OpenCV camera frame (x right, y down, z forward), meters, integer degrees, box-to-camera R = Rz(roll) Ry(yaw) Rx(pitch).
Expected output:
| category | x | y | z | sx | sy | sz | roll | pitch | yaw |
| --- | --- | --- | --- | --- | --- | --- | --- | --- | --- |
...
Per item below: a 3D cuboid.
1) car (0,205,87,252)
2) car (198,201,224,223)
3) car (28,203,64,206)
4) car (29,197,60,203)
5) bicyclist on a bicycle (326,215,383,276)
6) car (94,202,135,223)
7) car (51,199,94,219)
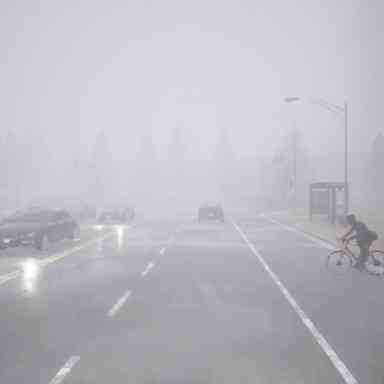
| category | x | y | z | sx | sy | sz | roll | pitch | yaw |
| --- | --- | --- | --- | --- | --- | --- | --- | --- | --- |
| car | -6.382 | 1.505 | 14.128 | 1.837 | 1.490 | 4.892 | 0 | -1 | 3 |
| car | 1.492 | 1.474 | 25.943 | 1.882 | 1.535 | 5.008 | 0 | 0 | 3 |
| car | -9.533 | 1.561 | 20.059 | 1.994 | 1.385 | 4.181 | 0 | 0 | 3 |
| car | -20.790 | 1.441 | 47.432 | 4.892 | 1.490 | 1.837 | 0 | 0 | 5 |
| bicyclist on a bicycle | 4.360 | 1.420 | 8.761 | 1.656 | 1.620 | 0.582 | -1 | 0 | 3 |
| car | -5.670 | 1.522 | 25.597 | 1.812 | 1.442 | 4.674 | 0 | 0 | 4 |
| car | -9.089 | 1.523 | 26.555 | 1.812 | 1.442 | 4.674 | 0 | 0 | 3 |
